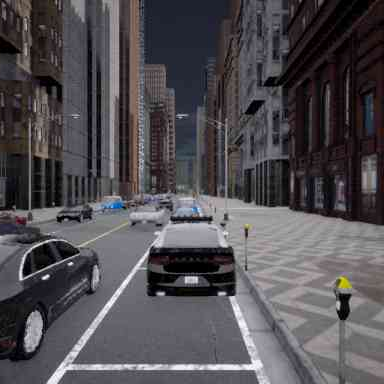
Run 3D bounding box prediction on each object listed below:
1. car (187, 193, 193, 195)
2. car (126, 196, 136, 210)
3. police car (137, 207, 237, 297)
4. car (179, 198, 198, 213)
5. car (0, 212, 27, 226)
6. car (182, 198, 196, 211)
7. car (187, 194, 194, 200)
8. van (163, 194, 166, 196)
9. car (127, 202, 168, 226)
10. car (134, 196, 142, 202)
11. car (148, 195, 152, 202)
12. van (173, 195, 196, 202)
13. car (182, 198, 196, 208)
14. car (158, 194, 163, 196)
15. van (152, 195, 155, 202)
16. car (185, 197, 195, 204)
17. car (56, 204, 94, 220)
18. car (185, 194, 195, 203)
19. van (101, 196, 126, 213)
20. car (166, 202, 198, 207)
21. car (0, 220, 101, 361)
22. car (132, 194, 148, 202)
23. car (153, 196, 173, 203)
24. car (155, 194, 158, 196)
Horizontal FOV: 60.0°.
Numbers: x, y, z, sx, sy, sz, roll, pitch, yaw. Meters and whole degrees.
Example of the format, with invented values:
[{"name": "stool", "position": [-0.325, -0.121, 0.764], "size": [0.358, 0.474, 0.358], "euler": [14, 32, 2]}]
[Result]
[{"name": "car", "position": [-0.386, 1.465, 59.552], "size": [1.967, 1.590, 4.097], "euler": [0, 0, 0]}, {"name": "car", "position": [-8.910, 1.582, 42.633], "size": [1.947, 1.339, 4.313], "euler": [0, 0, 0]}, {"name": "police car", "position": [-0.012, 1.426, 8.760], "size": [1.930, 1.638, 5.238], "euler": [0, 0, 0]}, {"name": "car", "position": [-0.386, 1.453, 37.008], "size": [1.967, 1.590, 4.097], "euler": [0, 0, 0]}, {"name": "car", "position": [-6.243, 1.548, 9.627], "size": [2.033, 1.411, 5.357], "euler": [0, 0, 0]}, {"name": "car", "position": [-0.385, 1.541, 42.814], "size": [1.752, 1.417, 4.829], "euler": [0, 0, 0]}, {"name": "car", "position": [-0.386, 1.484, 93.370], "size": [1.967, 1.590, 4.097], "euler": [0, 0, 0]}, {"name": "van", "position": [-8.911, 1.385, 93.363], "size": [1.690, 1.788, 3.998], "euler": [0, 0, 0]}, {"name": "car", "position": [-3.045, 1.607, 23.498], "size": [1.895, 1.301, 4.718], "euler": [0, 0, 0]}, {"name": "car", "position": [-8.910, 1.585, 48.269], "size": [1.947, 1.339, 4.313], "euler": [0, 0, 0]}, {"name": "car", "position": [-8.910, 1.570, 59.543], "size": [1.887, 1.381, 4.507], "euler": [0, 0, 0]}, {"name": "van", "position": [-0.386, 1.348, 25.735], "size": [1.690, 1.788, 3.998], "euler": [0, 0, 0]}, {"name": "car", "position": [-0.385, 1.570, 48.280], "size": [2.008, 1.369, 4.403], "euler": [0, 0, 0]}, {"name": "car", "position": [-8.911, 1.478, 82.090], "size": [1.967, 1.590, 4.097], "euler": [0, 0, 0]}, {"name": "van", "position": [-8.911, 1.369, 65.180], "size": [1.690, 1.788, 3.998], "euler": [0, 0, 0]}, {"name": "car", "position": [-0.385, 1.594, 65.189], "size": [1.947, 1.339, 4.313], "euler": [0, 0, 0]}, {"name": "car", "position": [-8.910, 1.573, 25.722], "size": [1.947, 1.339, 4.313], "euler": [0, 0, 0]}, {"name": "car", "position": [-0.386, 1.346, 70.826], "size": [2.192, 1.841, 5.009], "euler": [0, 0, 0]}, {"name": "van", "position": [-8.911, 1.354, 36.996], "size": [1.690, 1.788, 3.998], "euler": [0, 0, 0]}, {"name": "car", "position": [-0.385, 1.530, 20.269], "size": [1.752, 1.417, 4.829], "euler": [0, 0, 0]}, {"name": "car", "position": [-3.045, 1.505, 5.888], "size": [1.837, 1.490, 4.892], "euler": [0, 0, 0]}, {"name": "car", "position": [-8.911, 1.337, 53.906], "size": [2.192, 1.841, 5.009], "euler": [0, 0, 0]}, {"name": "car", "position": [-3.146, 1.519, 39.821], "size": [1.837, 1.490, 4.892], "euler": [0, 0, 0]}, {"name": "car", "position": [-8.911, 1.471, 70.817], "size": [1.967, 1.590, 4.097], "euler": [0, 0, 0]}]
